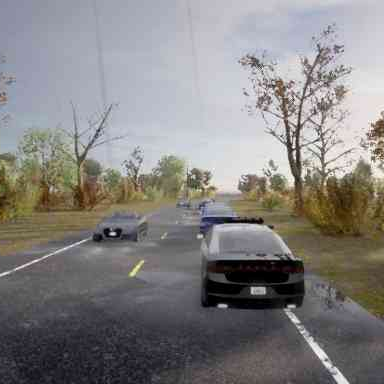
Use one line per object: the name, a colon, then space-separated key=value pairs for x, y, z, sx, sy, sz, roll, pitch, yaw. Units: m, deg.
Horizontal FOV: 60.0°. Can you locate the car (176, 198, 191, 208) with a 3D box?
car: x=-1.251 y=1.579 z=49.115 sx=2.128 sy=1.511 sz=4.902 roll=0 pitch=0 yaw=5

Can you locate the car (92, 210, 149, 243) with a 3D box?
car: x=-3.278 y=1.570 z=15.995 sx=1.994 sy=1.385 sz=4.181 roll=0 pitch=0 yaw=2

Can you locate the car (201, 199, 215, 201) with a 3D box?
car: x=1.644 y=1.491 z=23.892 sx=1.882 sy=1.535 sz=5.008 roll=0 pitch=0 yaw=3

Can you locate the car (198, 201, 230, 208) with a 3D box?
car: x=1.408 y=1.485 z=17.923 sx=1.882 sy=1.535 sz=5.008 roll=0 pitch=0 yaw=2

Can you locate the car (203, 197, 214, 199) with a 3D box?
car: x=2.041 y=1.602 z=46.574 sx=1.812 sy=1.442 sz=4.674 roll=0 pitch=0 yaw=6

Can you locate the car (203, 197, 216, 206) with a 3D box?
car: x=3.202 y=1.633 z=60.356 sx=2.128 sy=1.511 sz=4.902 roll=0 pitch=0 yaw=6

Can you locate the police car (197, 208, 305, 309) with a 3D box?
police car: x=1.144 y=1.427 z=8.081 sx=1.930 sy=1.638 sz=5.238 roll=0 pitch=0 yaw=1
